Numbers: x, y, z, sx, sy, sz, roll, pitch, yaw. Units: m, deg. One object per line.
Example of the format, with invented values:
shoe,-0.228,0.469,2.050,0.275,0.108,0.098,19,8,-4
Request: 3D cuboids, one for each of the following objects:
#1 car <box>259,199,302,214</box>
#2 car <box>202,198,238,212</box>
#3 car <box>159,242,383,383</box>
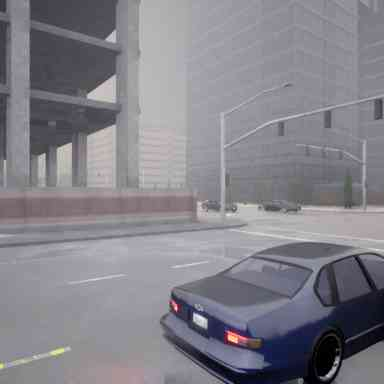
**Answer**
car,9.221,1.491,35.240,2.128,1.511,4.902,0,0,-36
car,3.074,1.504,37.408,1.837,1.490,4.892,0,0,-36
car,2.149,1.547,5.324,5.357,1.411,2.033,0,0,-35
